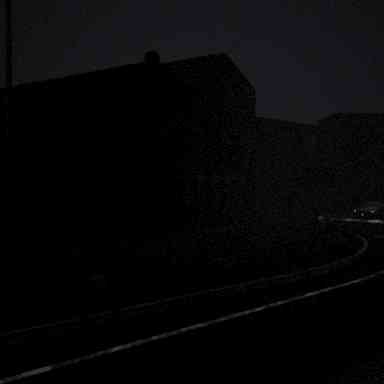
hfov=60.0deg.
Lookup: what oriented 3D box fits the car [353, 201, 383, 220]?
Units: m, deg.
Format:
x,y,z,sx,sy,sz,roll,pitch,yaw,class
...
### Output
x,y,z,sx,sy,sz,roll,pitch,yaw,class
15.824,1.567,29.283,4.674,1.442,1.812,-1,0,-44,car
